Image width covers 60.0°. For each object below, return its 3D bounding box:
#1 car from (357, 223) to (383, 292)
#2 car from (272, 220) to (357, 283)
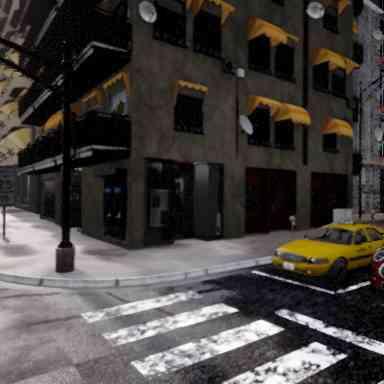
[{"bbox_3d":[6.089,1.344,7.691,4.553,1.767,2.097,0,0,-36],"label":"car"},{"bbox_3d":[4.375,1.518,9.672,4.829,1.417,1.752,0,1,-36],"label":"car"}]
